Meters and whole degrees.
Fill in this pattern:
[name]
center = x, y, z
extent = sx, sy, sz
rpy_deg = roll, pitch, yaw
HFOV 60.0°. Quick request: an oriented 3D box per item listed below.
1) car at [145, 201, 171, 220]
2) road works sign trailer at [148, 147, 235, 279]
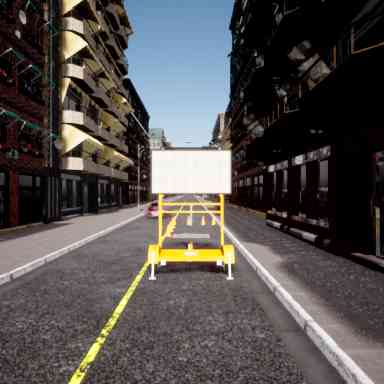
[car]
center = -2.815, 1.537, 28.405
extent = 1.812, 1.442, 4.674
rpy_deg = 0, 0, 0
[road works sign trailer]
center = -0.023, 0.467, 9.985
extent = 2.380, 3.560, 2.880
rpy_deg = 0, 0, 0
